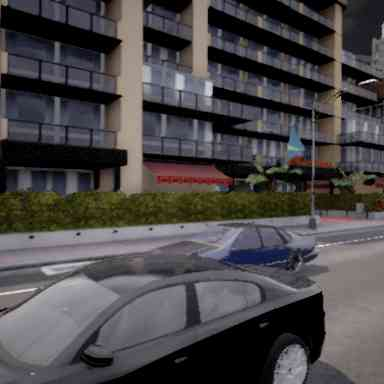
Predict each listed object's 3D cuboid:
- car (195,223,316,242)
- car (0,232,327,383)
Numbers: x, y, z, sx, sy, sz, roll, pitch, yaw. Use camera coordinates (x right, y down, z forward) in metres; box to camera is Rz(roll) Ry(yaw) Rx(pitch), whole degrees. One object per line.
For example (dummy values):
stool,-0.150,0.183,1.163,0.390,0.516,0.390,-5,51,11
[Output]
car,1.256,1.579,9.121,5.357,1.411,2.033,0,0,-35
car,-0.652,1.485,3.498,5.008,1.535,1.882,0,0,-35
